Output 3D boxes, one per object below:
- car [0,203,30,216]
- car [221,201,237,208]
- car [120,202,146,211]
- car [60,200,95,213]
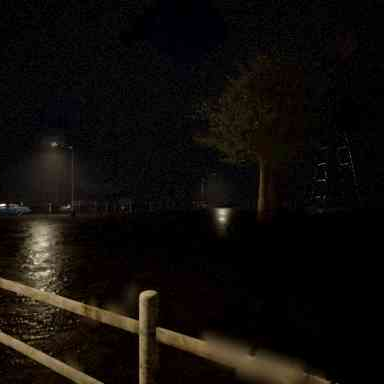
[{"bbox_3d":[-20.669,1.950,36.309,2.033,1.411,5.357,-2,-2,35],"label":"car"},{"bbox_3d":[7.734,2.626,69.478,1.994,1.385,4.181,-2,-2,36],"label":"car"},{"bbox_3d":[-9.191,2.258,52.255,1.812,1.442,4.674,-2,-2,36],"label":"car"},{"bbox_3d":[-15.129,1.911,44.015,2.097,1.767,4.553,-2,-2,36],"label":"car"}]
